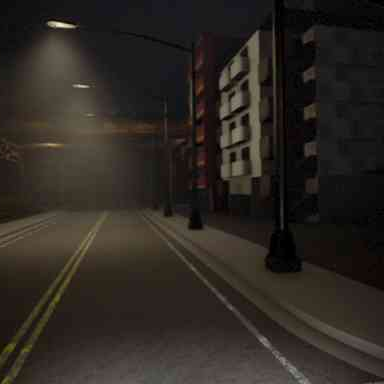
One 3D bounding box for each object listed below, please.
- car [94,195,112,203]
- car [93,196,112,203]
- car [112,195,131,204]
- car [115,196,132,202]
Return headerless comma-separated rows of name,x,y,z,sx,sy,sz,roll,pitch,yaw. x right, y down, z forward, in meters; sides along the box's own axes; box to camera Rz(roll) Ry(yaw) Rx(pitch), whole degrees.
car,-18.276,1.672,67.851,2.038,1.542,4.974,-1,0,12
car,-18.268,1.514,67.901,1.853,1.218,4.536,-1,0,12
car,-14.147,1.597,68.441,2.038,1.542,4.974,-1,0,-33
car,-14.178,1.440,68.485,1.853,1.218,4.536,-1,0,-33
